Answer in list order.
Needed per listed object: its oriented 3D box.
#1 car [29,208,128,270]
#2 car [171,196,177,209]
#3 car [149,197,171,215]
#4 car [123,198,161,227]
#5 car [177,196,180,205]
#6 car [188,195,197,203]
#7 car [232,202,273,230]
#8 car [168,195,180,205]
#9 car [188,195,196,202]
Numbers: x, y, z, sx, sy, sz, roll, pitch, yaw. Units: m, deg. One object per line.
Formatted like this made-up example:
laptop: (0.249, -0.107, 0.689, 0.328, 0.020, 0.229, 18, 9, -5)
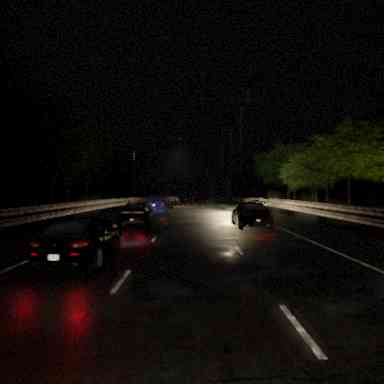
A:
car: (-3.497, 1.476, 10.706, 1.812, 1.442, 4.674, 0, 0, 0)
car: (-3.488, 1.440, 43.753, 2.163, 1.488, 4.792, 0, 0, 0)
car: (-3.491, 1.237, 32.687, 2.097, 1.767, 4.553, 0, 0, 0)
car: (-3.494, 1.391, 21.710, 2.128, 1.511, 4.902, 0, 0, 0)
car: (-3.485, 1.544, 54.727, 2.128, 1.511, 4.902, 0, -1, 0)
car: (0.021, 1.716, 73.879, 1.812, 1.442, 4.674, 0, -1, 0)
car: (3.605, 1.380, 20.515, 1.882, 1.535, 5.008, 0, 0, 0)
car: (-3.483, 1.562, 65.700, 2.097, 1.767, 4.553, 0, -1, 0)
car: (0.025, 1.895, 95.135, 2.150, 2.045, 5.566, 0, -2, 0)
